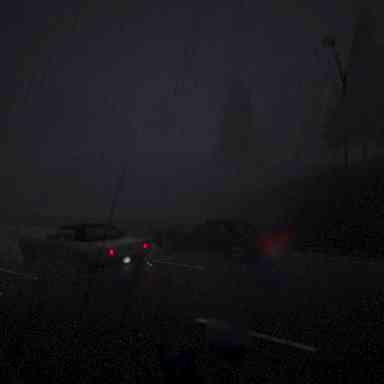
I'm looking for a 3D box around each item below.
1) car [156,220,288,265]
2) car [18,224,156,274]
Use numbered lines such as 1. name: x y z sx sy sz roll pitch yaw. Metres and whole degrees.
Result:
1. car: 0.854 1.665 11.981 4.718 1.301 1.895 -1 0 35
2. car: -3.678 1.699 10.887 4.718 1.301 1.895 -1 0 35
